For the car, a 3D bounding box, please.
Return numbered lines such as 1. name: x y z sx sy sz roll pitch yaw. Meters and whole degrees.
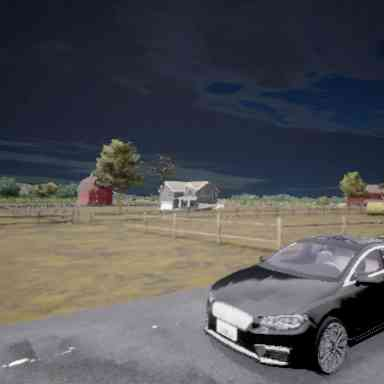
1. car: 2.446 1.551 5.735 4.902 1.511 2.128 1 0 -35
